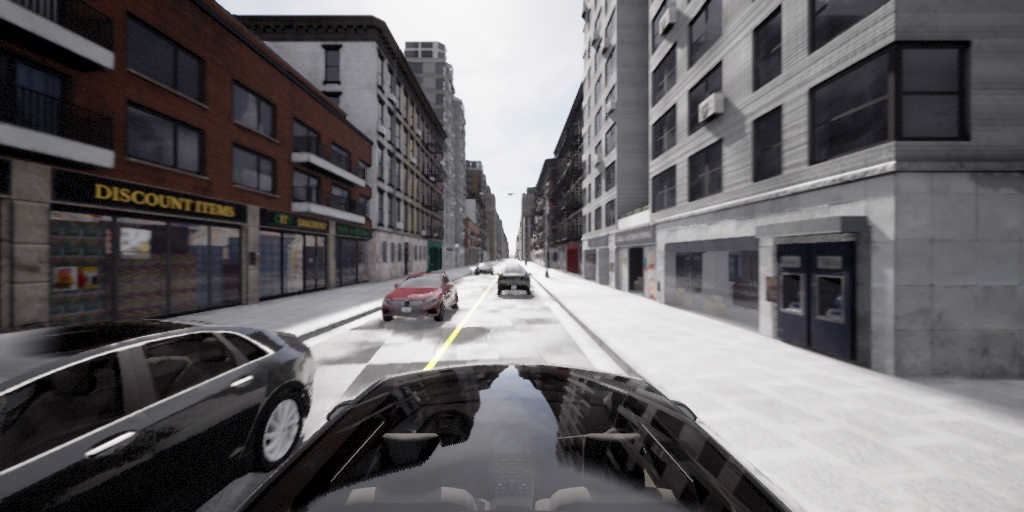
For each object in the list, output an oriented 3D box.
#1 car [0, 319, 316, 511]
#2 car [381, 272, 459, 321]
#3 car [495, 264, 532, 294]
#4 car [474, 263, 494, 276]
[{"bbox_3d":[-3.093,1.258,2.041,1.837,1.490,4.892,0,-1,0],"label":"car"},{"bbox_3d":[-3.050,1.325,12.775,1.812,1.442,4.674,0,0,1],"label":"car"},{"bbox_3d":[0.112,1.339,20.842,1.837,1.490,4.892,0,0,0],"label":"car"},{"bbox_3d":[-3.062,1.469,40.049,1.994,1.385,4.181,0,0,0],"label":"car"}]
